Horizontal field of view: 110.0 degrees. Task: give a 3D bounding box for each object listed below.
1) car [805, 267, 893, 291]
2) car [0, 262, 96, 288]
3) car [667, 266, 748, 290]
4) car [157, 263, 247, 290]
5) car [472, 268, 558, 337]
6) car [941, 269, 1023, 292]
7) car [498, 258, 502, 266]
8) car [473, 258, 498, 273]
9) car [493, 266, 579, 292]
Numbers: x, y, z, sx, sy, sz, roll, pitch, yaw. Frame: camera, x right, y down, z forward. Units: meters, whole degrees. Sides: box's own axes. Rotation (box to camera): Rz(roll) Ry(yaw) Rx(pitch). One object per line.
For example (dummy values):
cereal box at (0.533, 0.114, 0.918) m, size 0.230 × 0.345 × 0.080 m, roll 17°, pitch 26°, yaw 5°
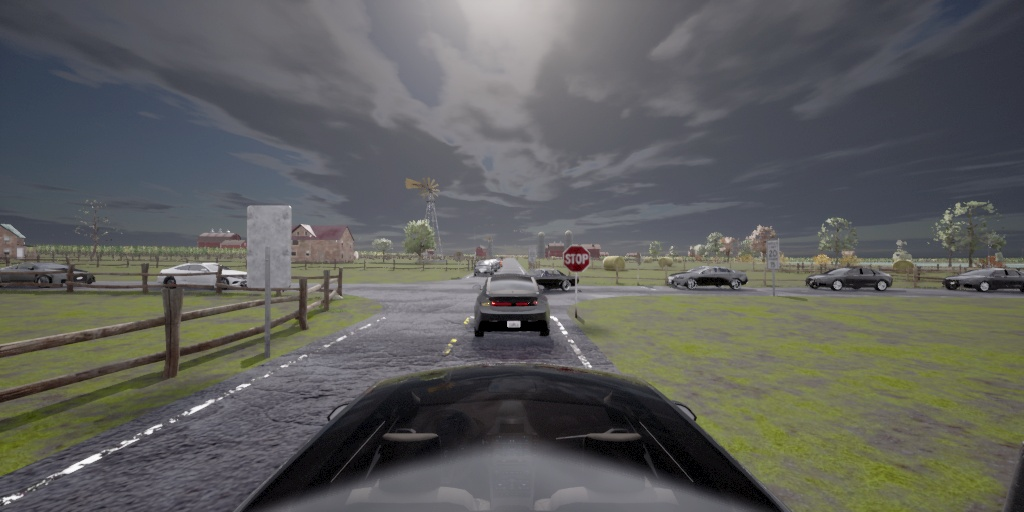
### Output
car at (22.211, 1.500, 23.758) m, size 4.892 × 1.490 × 1.837 m, roll 1°, pitch -1°, yaw -1°
car at (-26.354, 1.048, 20.173) m, size 4.181 × 1.385 × 1.994 m, roll 1°, pitch -1°, yaw -1°
car at (12.810, 1.397, 23.592) m, size 4.902 × 1.511 × 2.128 m, roll 1°, pitch -1°, yaw -2°
car at (-17.234, 1.104, 20.290) m, size 4.674 × 1.442 × 1.812 m, roll 1°, pitch -1°, yaw -1°
car at (-0.069, 1.256, 10.324) m, size 1.837 × 1.490 × 4.892 m, roll 0°, pitch 0°, yaw -3°
car at (31.714, 1.587, 23.874) m, size 4.892 × 1.490 × 1.837 m, roll 1°, pitch -1°, yaw -1°
car at (-2.828, 1.242, 46.458) m, size 2.128 × 1.511 × 4.902 m, roll 0°, pitch 0°, yaw 0°
car at (-2.840, 1.243, 37.012) m, size 2.128 × 1.511 × 4.902 m, roll 0°, pitch 0°, yaw 0°
car at (1.509, 1.369, 20.370) m, size 4.718 × 1.301 × 1.895 m, roll 1°, pitch 0°, yaw -35°
